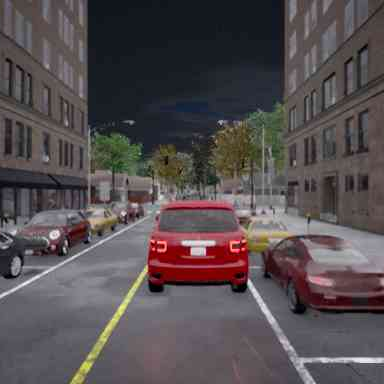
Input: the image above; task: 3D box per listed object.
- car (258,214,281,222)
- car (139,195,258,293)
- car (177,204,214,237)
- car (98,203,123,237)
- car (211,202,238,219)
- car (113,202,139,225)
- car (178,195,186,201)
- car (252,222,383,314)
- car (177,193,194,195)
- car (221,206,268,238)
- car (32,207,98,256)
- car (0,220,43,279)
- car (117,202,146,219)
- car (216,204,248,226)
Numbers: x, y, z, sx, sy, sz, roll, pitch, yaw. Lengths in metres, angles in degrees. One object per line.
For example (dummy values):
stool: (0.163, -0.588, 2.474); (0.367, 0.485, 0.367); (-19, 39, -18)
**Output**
car: (2.693, 1.526, 12.993); (1.752, 1.417, 4.829); (0, 0, 0)
car: (0.135, 1.221, 9.025); (2.150, 2.045, 5.566); (0, 0, 0)
car: (0.186, 1.507, 19.054); (1.837, 1.490, 4.892); (0, 0, 1)
car: (-5.307, 1.528, 18.207); (1.752, 1.417, 4.829); (0, 0, 0)
car: (2.772, 1.573, 29.377); (1.947, 1.339, 4.313); (0, 0, 0)
car: (-5.280, 1.445, 23.896); (1.967, 1.590, 4.097); (0, 0, 0)
car: (-2.652, 1.625, 90.410); (2.033, 1.411, 5.357); (0, 0, 0)
car: (2.665, 1.581, 7.304); (1.802, 1.307, 4.206); (0, 0, 0)
car: (0.105, 1.228, 29.068); (2.150, 2.045, 5.566); (0, 0, 2)
car: (2.718, 1.547, 18.341); (1.887, 1.381, 4.507); (0, 0, 0)
car: (-5.333, 1.440, 12.858); (1.967, 1.590, 4.097); (0, 0, 0)
car: (-5.359, 1.550, 7.339); (2.008, 1.369, 4.403); (0, 0, 0)
car: (-5.253, 1.589, 29.415); (1.802, 1.307, 4.206); (0, 0, 0)
car: (2.745, 1.586, 23.859); (1.802, 1.307, 4.206); (0, 0, 0)
